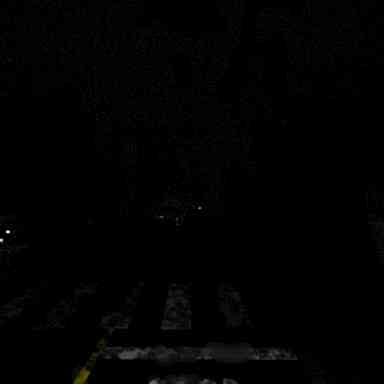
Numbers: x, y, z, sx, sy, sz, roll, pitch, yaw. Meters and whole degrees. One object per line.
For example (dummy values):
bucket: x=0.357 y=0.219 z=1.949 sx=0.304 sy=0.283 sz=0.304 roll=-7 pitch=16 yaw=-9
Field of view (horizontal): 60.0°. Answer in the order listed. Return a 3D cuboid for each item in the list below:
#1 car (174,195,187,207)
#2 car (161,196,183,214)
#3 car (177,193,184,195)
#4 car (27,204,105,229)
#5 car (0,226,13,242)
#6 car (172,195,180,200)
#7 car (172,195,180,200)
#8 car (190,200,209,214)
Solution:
car: x=-2.131 y=1.564 z=51.018 sx=2.033 sy=1.411 sz=5.357 roll=0 pitch=0 yaw=1
car: x=-2.258 y=1.492 z=36.269 sx=1.882 sy=1.535 sz=5.008 roll=0 pitch=0 yaw=0
car: x=-1.937 y=1.365 z=66.509 sx=2.033 sy=1.411 sz=5.357 roll=0 pitch=0 yaw=0
car: x=-8.611 y=1.634 z=22.964 sx=5.008 sy=1.535 sz=1.882 roll=-1 pitch=0 yaw=-17
car: x=-10.070 y=1.501 z=12.994 sx=5.357 sy=1.411 sz=2.033 roll=0 pitch=-1 yaw=0
car: x=-4.536 y=1.571 z=94.656 sx=1.752 sy=1.417 sz=4.829 roll=1 pitch=0 yaw=0
car: x=-4.511 y=1.594 z=92.682 sx=2.008 sy=1.369 sz=4.403 roll=1 pitch=0 yaw=0
car: x=0.760 y=1.578 z=35.324 sx=1.994 sy=1.385 sz=4.181 roll=0 pitch=0 yaw=0
